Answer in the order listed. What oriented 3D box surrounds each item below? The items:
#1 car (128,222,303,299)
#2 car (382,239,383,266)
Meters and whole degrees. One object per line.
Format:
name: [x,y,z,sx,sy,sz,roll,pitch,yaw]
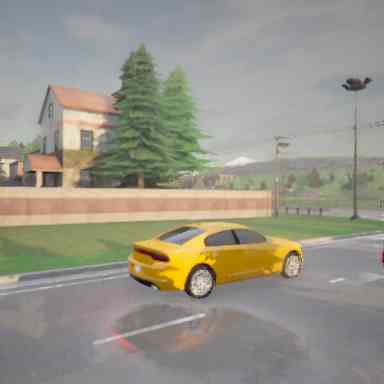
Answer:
car: [0.835,1.531,8.657,5.008,1.535,1.882,1,0,-35]
car: [7.324,1.330,8.975,5.566,2.045,2.150,0,0,-36]
